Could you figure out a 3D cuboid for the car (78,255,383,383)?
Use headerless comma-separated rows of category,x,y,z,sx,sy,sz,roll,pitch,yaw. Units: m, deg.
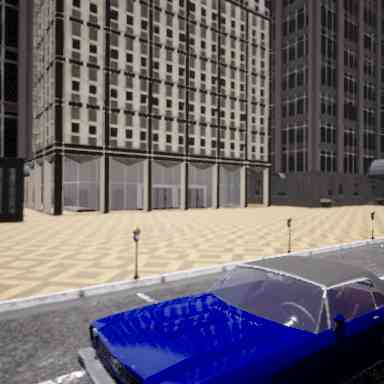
car,1.136,1.595,4.187,4.718,1.301,1.895,0,0,-36
